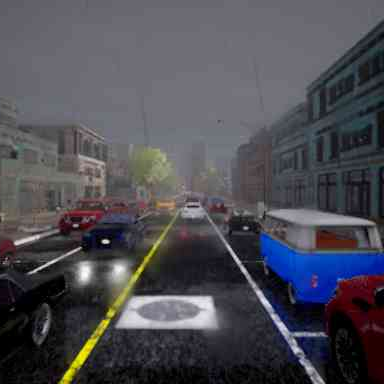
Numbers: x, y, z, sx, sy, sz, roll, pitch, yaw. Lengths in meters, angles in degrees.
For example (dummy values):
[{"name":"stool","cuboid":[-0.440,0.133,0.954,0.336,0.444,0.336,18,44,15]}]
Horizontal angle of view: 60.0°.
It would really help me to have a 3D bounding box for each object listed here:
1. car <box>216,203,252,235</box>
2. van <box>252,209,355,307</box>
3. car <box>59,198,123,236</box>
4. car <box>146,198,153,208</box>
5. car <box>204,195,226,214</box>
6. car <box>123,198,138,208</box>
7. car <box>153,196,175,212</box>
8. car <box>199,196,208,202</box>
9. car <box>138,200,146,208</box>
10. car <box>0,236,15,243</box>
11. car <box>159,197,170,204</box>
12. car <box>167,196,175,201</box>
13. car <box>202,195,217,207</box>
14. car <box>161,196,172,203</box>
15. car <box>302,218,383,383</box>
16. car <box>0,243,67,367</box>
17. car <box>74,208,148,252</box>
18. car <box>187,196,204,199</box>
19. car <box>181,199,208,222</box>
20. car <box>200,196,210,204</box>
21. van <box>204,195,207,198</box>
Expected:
[{"name":"car","cuboid":[2.685,1.571,18.809,2.008,1.369,4.403,-1,0,0]},{"name":"van","cuboid":[2.685,1.349,7.722,1.690,1.788,3.998,-1,0,0]},{"name":"car","cuboid":[-5.698,1.335,18.809,2.192,1.841,5.009,-1,0,0]},{"name":"car","cuboid":[-5.698,1.582,35.440,1.887,1.381,4.507,-1,0,0]},{"name":"car","cuboid":[2.681,1.477,35.442,1.967,1.590,4.097,-1,0,0]},{"name":"car","cuboid":[-5.698,1.341,24.353,2.192,1.841,5.009,-1,0,0]},{"name":"car","cuboid":[-3.023,1.518,38.911,1.882,1.535,5.008,0,0,0]},{"name":"car","cuboid":[2.676,1.625,79.794,1.887,1.381,4.507,-1,0,0]},{"name":"car","cuboid":[-5.697,1.597,29.896,1.947,1.339,4.313,-1,0,0]},{"name":"car","cuboid":[-5.694,1.591,7.721,1.802,1.307,4.206,-1,0,0]},{"name":"car","cuboid":[-5.702,1.636,68.704,1.947,1.339,4.313,-1,0,0]},{"name":"car","cuboid":[-5.705,1.672,90.880,1.802,1.307,4.206,-1,0,0]},{"name":"car","cuboid":[2.678,1.368,52.074,2.192,1.841,5.009,-1,0,0]},{"name":"car","cuboid":[-5.703,1.626,74.248,2.008,1.369,4.403,-1,0,0]},{"name":"car","cuboid":[2.685,1.318,2.178,2.192,1.841,5.009,-1,0,0]},{"name":"car","cuboid":[-3.098,1.605,3.549,1.895,1.301,4.718,0,0,0]},{"name":"car","cuboid":[-3.082,1.579,13.844,1.994,1.385,4.181,0,0,0]},{"name":"car","cuboid":[0.065,1.395,42.850,2.097,1.767,4.553,0,0,0]},{"name":"car","cuboid":[0.095,1.553,26.401,1.812,1.442,4.674,0,0,0]},{"name":"car","cuboid":[2.678,1.620,68.706,2.008,1.369,4.403,-1,0,0]},{"name":"van","cuboid":[2.680,1.383,40.986,1.690,1.788,3.998,-1,0,0]}]
